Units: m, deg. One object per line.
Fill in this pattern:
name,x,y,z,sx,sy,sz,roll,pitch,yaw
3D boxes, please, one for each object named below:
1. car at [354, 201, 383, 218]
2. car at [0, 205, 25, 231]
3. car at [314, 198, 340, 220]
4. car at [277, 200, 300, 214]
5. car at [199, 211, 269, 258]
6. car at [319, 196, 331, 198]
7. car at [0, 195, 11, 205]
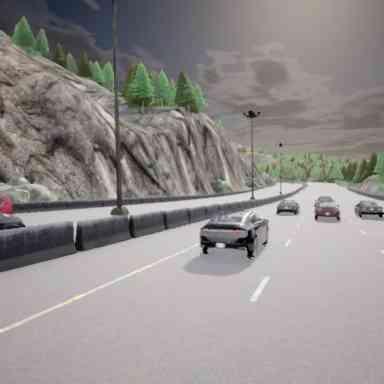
car,15.848,1.486,29.995,2.033,1.411,5.357,0,0,21
car,-9.274,1.495,13.874,1.812,1.442,4.674,0,0,21
car,11.023,1.469,27.198,1.812,1.442,4.674,0,0,21
car,9.936,1.493,34.153,1.994,1.385,4.181,0,0,22
car,1.780,1.464,12.821,2.128,1.511,4.902,0,0,21
car,14.711,1.276,36.822,2.097,1.767,4.553,0,0,21
car,-11.861,1.184,16.904,2.150,2.045,5.566,0,0,21
